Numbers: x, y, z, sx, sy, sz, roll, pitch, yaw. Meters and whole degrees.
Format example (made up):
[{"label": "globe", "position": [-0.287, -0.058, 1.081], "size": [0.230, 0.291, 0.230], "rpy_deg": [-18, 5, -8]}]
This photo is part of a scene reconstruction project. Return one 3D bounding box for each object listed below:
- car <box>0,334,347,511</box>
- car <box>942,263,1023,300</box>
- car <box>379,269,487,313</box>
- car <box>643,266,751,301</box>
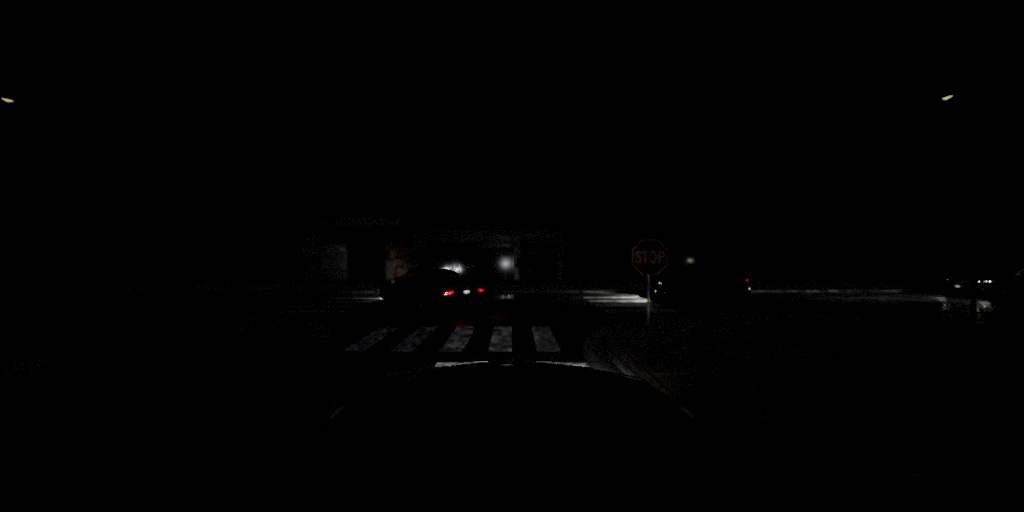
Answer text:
[{"label": "car", "position": [-2.638, 1.310, 2.246], "size": [1.948, 1.339, 4.313], "rpy_deg": [0, 0, 0]}, {"label": "car", "position": [22.072, 1.050, 15.775], "size": [4.902, 1.511, 2.128], "rpy_deg": [0, 1, 0]}, {"label": "car", "position": [-3.141, 1.188, 13.454], "size": [2.033, 1.411, 5.357], "rpy_deg": [-1, 1, -42]}, {"label": "car", "position": [8.013, 1.151, 15.783], "size": [4.181, 1.385, 1.994], "rpy_deg": [0, 1, 0]}]
